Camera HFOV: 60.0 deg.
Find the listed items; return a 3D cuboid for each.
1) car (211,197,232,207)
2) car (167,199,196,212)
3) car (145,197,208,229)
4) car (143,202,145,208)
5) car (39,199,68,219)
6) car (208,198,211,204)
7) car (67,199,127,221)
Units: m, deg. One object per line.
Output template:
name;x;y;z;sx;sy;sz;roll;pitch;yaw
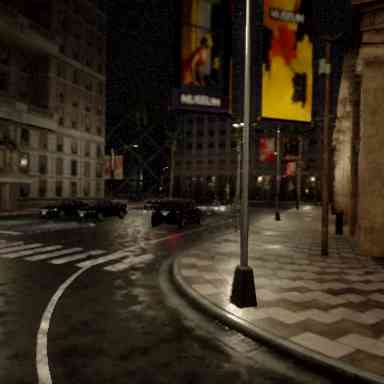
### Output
car;5.422;1.650;56.036;2.128;1.511;4.902;1;0;22
car;-1.207;1.574;40.045;1.994;1.385;4.181;1;0;22
car;-0.852;1.356;21.926;2.097;1.767;4.553;1;0;22
car;-4.292;1.444;41.745;2.128;1.511;4.902;1;0;22
car;-10.179;1.323;27.152;2.128;1.511;4.902;1;0;22
car;2.171;1.599;57.331;1.895;1.301;4.718;1;0;22
car;-6.923;1.384;25.871;2.128;1.511;4.902;1;0;22
